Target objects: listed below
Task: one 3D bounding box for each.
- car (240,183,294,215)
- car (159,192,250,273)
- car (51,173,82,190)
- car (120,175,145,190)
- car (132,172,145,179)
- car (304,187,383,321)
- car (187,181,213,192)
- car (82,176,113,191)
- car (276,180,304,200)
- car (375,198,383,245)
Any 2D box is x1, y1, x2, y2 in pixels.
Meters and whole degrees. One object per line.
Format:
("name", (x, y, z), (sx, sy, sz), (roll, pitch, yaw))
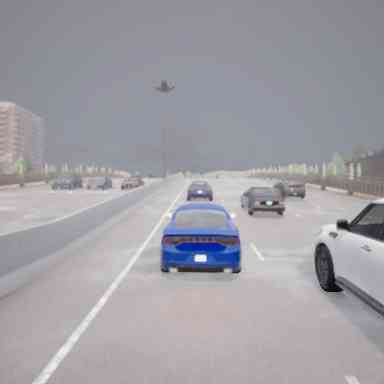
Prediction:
("car", (3.921, 0.399, 19.057), (2.033, 1.411, 5.357), (0, 5, 2))
("car", (0.252, 1.049, 9.346), (1.882, 1.535, 5.008), (0, 4, 2))
("car", (-13.345, -1.167, 35.732), (2.097, 1.767, 4.553), (0, 4, 1))
("car", (-6.345, -0.936, 35.798), (1.994, 1.385, 4.181), (0, 5, 1))
("car", (-12.367, -3.881, 76.776), (2.033, 1.411, 5.357), (0, 1, 1))
("car", (3.624, 1.057, 4.836), (2.150, 2.045, 5.566), (0, 3, 2))
("car", (0.638, -0.199, 26.737), (1.994, 1.385, 4.181), (0, 5, 1))
("car", (-9.846, -0.984, 35.772), (1.812, 1.442, 4.674), (0, 5, 1))
("car", (7.641, -0.252, 26.806), (2.128, 1.511, 4.902), (0, 5, 1))
("car", (7.246, 1.122, 9.077), (1.837, 1.490, 4.892), (0, 3, 2))
